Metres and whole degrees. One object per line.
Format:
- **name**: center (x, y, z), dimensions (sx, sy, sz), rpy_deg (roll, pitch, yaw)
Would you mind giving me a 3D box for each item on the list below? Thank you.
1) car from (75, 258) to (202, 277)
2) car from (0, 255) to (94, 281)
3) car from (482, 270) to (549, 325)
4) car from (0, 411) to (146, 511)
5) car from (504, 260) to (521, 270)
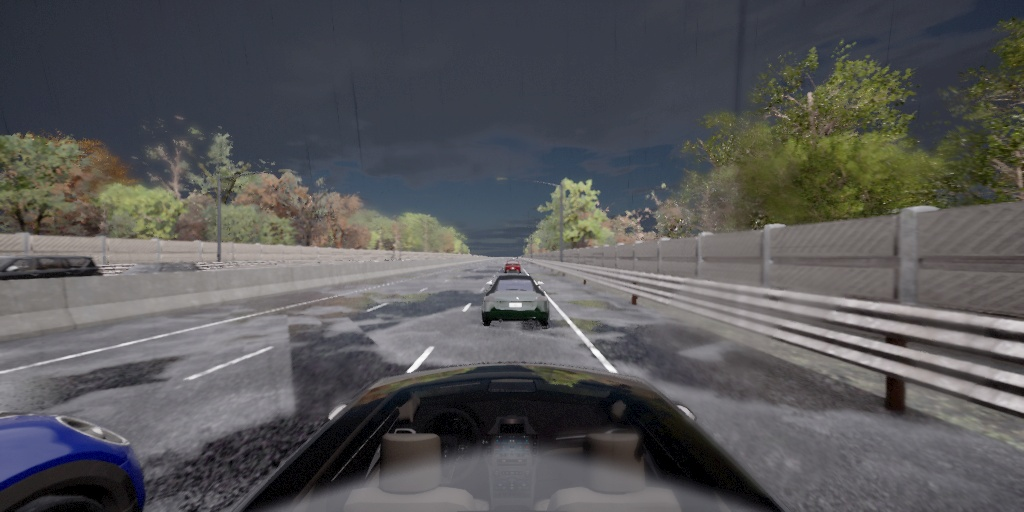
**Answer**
- **car**: center (-17.593, 1.105, 17.647), dimensions (2.097, 1.767, 4.553), rpy_deg (0, 0, 0)
- **car**: center (-21.101, 0.974, 15.200), dimensions (2.150, 2.045, 5.566), rpy_deg (0, 0, 0)
- **car**: center (0.094, 1.316, 11.855), dimensions (1.994, 1.385, 4.181), rpy_deg (0, 0, 0)
- **car**: center (-3.400, 1.101, 0.372), dimensions (2.097, 1.767, 4.553), rpy_deg (0, 0, 0)
- **car**: center (0.082, 1.238, 43.548), dimensions (1.882, 1.535, 5.008), rpy_deg (0, 0, 0)
